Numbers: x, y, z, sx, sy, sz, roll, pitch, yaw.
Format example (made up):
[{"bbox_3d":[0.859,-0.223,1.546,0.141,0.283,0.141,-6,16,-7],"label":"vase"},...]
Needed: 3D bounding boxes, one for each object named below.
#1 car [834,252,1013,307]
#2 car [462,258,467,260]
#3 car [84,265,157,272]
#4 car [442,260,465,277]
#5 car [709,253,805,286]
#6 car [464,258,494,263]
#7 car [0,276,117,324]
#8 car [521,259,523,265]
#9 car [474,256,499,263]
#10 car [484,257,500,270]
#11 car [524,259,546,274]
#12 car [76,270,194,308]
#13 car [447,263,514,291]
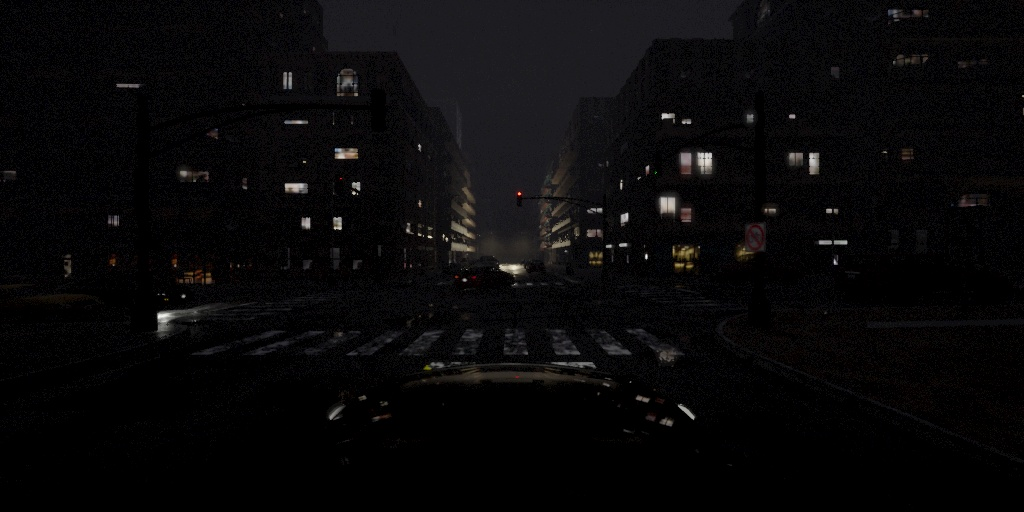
[{"bbox_3d":[14.730,0.775,13.054,5.009,1.841,2.192,0,0,0],"label":"car"},{"bbox_3d":[-5.621,1.283,40.646,1.751,1.417,4.829,0,0,0],"label":"car"},{"bbox_3d":[-23.565,1.462,21.136,5.009,1.841,2.192,0,0,0],"label":"car"},{"bbox_3d":[-5.631,1.322,35.134,1.948,1.339,4.313,0,0,0],"label":"car"},{"bbox_3d":[14.610,0.759,21.433,5.009,1.841,2.192,0,0,0],"label":"car"},{"bbox_3d":[-3.044,1.233,34.119,1.882,1.535,5.008,0,0,0],"label":"car"},{"bbox_3d":[-17.611,1.585,12.829,4.829,1.417,1.751,0,0,0],"label":"car"},{"bbox_3d":[2.790,1.348,57.851,1.802,1.307,4.207,0,0,0],"label":"car"},{"bbox_3d":[-3.024,0.981,44.100,2.150,2.045,5.566,0,0,0],"label":"car"},{"bbox_3d":[-2.991,1.116,54.433,2.097,1.767,4.553,0,0,0],"label":"car"},{"bbox_3d":[2.759,1.198,40.803,1.967,1.591,4.097,0,0,0],"label":"car"},{"bbox_3d":[-16.574,1.537,15.421,4.892,1.490,1.837,-1,0,0],"label":"car"},{"bbox_3d":[-1.605,1.314,21.854,1.994,1.385,4.181,-1,0,33],"label":"car"}]
